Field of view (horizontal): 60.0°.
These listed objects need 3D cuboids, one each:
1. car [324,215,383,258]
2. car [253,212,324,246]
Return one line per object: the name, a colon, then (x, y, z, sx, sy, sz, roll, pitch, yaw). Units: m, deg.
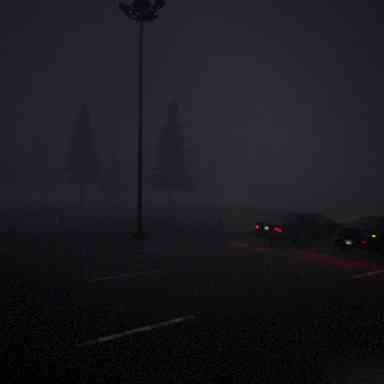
car: (7.602, 1.650, 13.191, 4.674, 1.442, 1.812, 0, 0, -32)
car: (5.404, 1.666, 15.955, 5.357, 1.411, 2.033, 1, 0, -32)
